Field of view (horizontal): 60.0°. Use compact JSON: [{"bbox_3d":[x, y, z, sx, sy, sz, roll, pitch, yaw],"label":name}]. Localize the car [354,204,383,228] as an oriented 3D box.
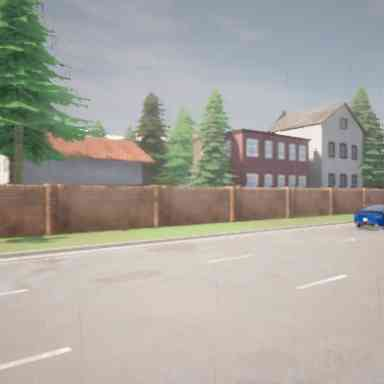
[{"bbox_3d":[12.247,1.493,21.067,5.008,1.535,1.882,0,0,-35],"label":"car"}]
